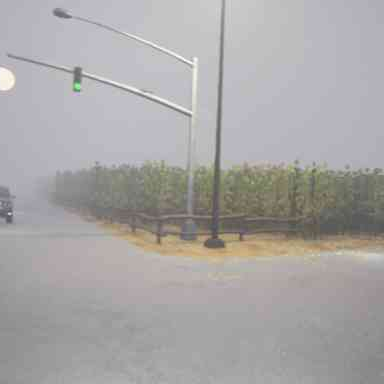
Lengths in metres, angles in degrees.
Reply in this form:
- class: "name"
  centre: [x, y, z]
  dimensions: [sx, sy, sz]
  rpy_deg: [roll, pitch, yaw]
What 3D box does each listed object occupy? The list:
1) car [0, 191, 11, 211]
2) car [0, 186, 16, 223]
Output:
- class: "car"
  centre: [-16.515, 0.705, 28.333]
  dimensions: [1.812, 1.442, 4.674]
  rpy_deg: [2, 1, -29]
- class: "car"
  centre: [-11.789, 0.642, 19.657]
  dimensions: [2.150, 2.045, 5.566]
  rpy_deg: [2, 1, -29]
